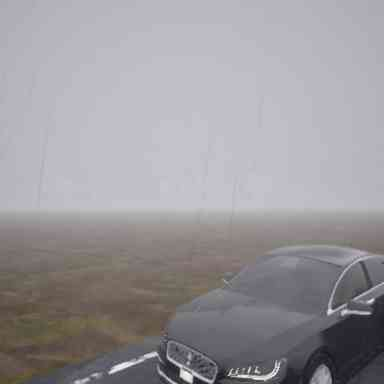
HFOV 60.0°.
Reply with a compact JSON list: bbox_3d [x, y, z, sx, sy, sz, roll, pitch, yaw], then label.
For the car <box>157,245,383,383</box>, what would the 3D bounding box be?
[{"bbox_3d":[1.749,1.628,4.933,4.892,1.490,1.837,2,-2,-42],"label":"car"}]
